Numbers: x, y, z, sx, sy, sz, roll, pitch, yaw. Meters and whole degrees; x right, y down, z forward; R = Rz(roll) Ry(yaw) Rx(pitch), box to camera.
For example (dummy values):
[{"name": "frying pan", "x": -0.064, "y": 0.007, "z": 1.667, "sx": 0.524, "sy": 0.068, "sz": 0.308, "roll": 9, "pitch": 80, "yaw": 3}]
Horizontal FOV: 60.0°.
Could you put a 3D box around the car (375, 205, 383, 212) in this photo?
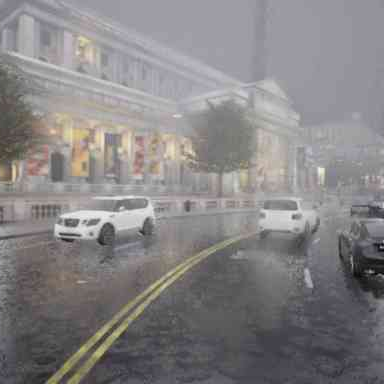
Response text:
[{"name": "car", "x": 16.167, "y": 1.668, "z": 26.175, "sx": 1.837, "sy": 1.490, "sz": 4.892, "roll": 1, "pitch": 0, "yaw": 40}]

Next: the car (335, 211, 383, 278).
[{"name": "car", "x": 5.564, "y": 1.561, "z": 9.960, "sx": 1.837, "sy": 1.490, "sz": 4.892, "roll": 0, "pitch": 0, "yaw": 18}]

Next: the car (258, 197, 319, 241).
[{"name": "car", "x": 5.179, "y": 1.276, "z": 17.429, "sx": 2.150, "sy": 2.045, "sz": 5.566, "roll": 0, "pitch": 0, "yaw": 29}]

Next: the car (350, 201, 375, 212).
[{"name": "car", "x": 16.890, "y": 1.661, "z": 32.416, "sx": 2.128, "sy": 1.511, "sz": 4.902, "roll": 1, "pitch": 0, "yaw": 40}]

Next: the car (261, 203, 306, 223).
[{"name": "car", "x": 7.538, "y": 1.640, "z": 27.157, "sx": 1.994, "sy": 1.385, "sz": 4.181, "roll": 1, "pitch": 0, "yaw": 40}]

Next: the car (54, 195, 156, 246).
[{"name": "car", "x": -3.724, "y": 1.184, "z": 15.500, "sx": 2.150, "sy": 2.045, "sz": 5.566, "roll": 0, "pitch": 0, "yaw": 22}]
